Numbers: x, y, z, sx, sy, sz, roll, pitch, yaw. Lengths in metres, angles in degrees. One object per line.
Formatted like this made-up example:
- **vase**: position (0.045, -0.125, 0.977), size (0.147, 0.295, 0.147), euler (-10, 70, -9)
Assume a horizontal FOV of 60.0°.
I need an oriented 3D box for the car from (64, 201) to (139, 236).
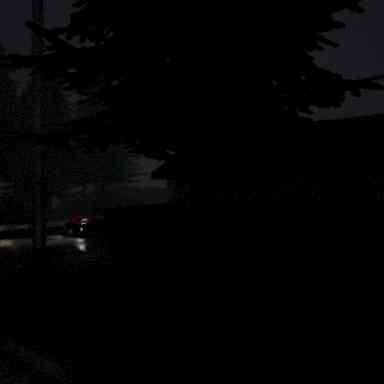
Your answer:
- **car**: position (-5.786, 1.712, 21.235), size (2.097, 1.767, 4.553), euler (-1, 0, 36)
